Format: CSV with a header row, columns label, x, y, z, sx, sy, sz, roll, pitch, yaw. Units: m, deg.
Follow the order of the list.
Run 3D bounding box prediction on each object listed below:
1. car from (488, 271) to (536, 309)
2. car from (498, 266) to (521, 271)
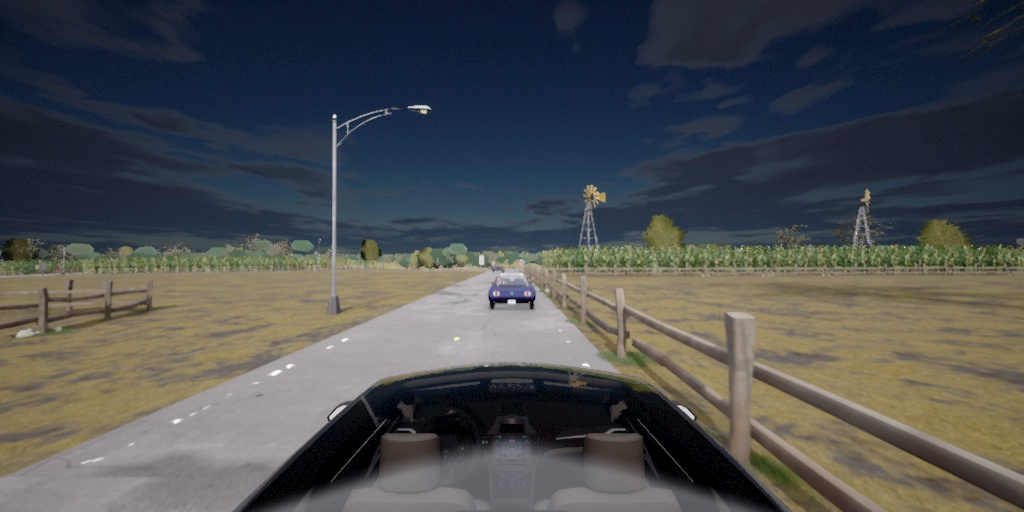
label,x,y,z,sx,sy,sz,roll,pitch,yaw
car,0.003,1.500,15.955,1.895,1.301,4.718,0,-1,0
car,0.005,1.701,30.958,1.895,1.301,4.718,0,-1,0
